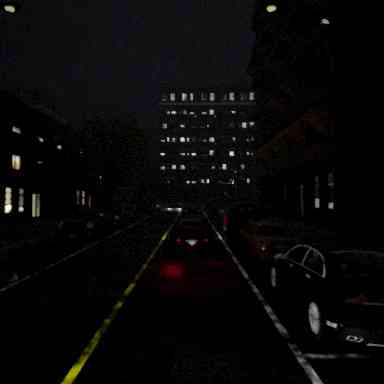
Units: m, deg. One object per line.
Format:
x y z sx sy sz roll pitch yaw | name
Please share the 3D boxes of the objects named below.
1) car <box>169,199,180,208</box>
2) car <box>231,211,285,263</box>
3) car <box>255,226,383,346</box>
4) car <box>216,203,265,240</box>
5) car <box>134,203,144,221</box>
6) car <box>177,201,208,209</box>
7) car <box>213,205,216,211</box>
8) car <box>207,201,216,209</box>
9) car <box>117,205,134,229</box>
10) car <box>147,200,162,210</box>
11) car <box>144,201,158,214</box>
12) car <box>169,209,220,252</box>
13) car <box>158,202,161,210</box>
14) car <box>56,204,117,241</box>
-2.968 2.063 59.284 1.882 1.535 5.008 0 -1 0 | car
2.711 1.644 12.263 1.752 1.417 4.829 1 -1 0 | car
2.706 1.613 6.407 2.008 1.369 4.403 1 -1 0 | car
2.718 1.487 17.782 2.192 1.841 5.009 1 -1 0 | car
-5.626 1.865 29.099 1.802 1.307 4.206 1 -1 0 | car
0.024 1.778 29.319 2.128 1.511 4.902 0 0 0 | car
2.717 1.810 23.466 1.802 1.307 4.206 1 -1 0 | car
2.724 1.905 34.839 1.947 1.339 4.313 1 -1 0 | car
-5.628 1.667 23.415 1.967 1.590 4.097 1 -1 0 | car
-5.782 2.033 51.676 1.752 1.417 4.829 1 -1 0 | car
-5.619 1.961 40.471 1.947 1.339 4.313 1 -1 0 | car
0.014 1.665 14.397 1.812 1.442 4.674 0 0 0 | car
-5.615 2.003 46.159 2.008 1.369 4.403 1 -1 0 | car
-5.631 1.612 17.727 1.967 1.590 4.097 1 -1 0 | car
